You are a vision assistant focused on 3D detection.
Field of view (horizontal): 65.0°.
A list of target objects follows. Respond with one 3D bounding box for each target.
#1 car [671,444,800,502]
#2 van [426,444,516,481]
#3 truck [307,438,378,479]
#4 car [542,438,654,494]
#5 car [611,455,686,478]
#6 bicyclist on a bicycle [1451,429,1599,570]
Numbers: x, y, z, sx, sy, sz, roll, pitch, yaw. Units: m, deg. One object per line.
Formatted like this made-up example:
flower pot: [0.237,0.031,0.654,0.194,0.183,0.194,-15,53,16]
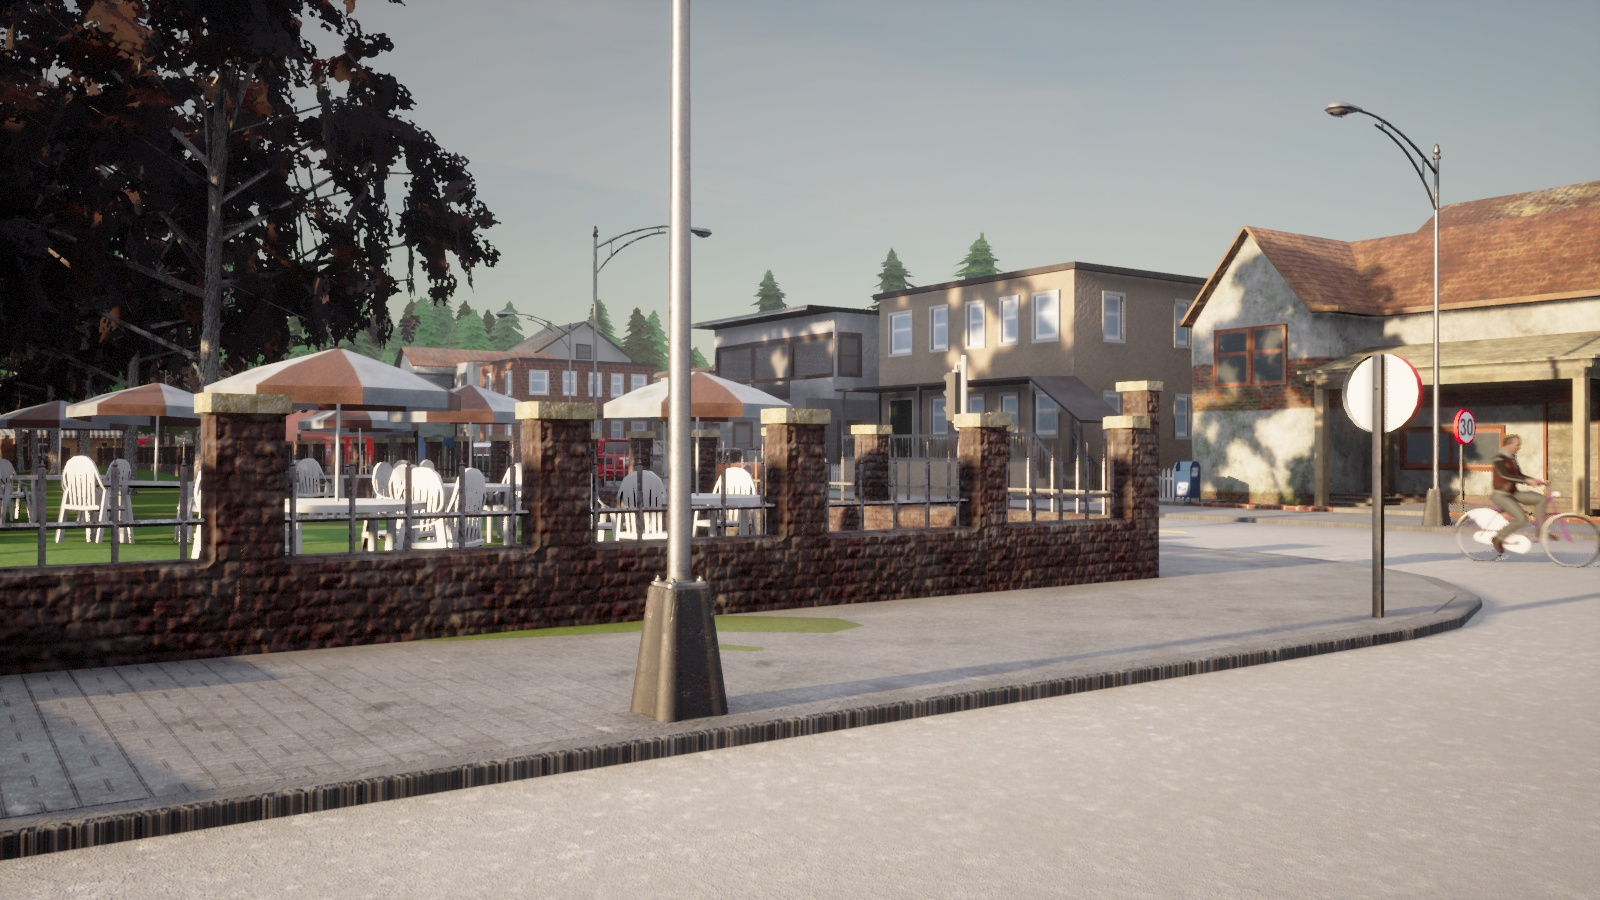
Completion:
car: [-2.155,0.708,40.806,2.097,1.767,4.553,0,0,-35]
van: [-18.623,0.682,71.118,4.480,2.038,2.069,0,-1,-40]
truck: [-28.890,0.513,79.190,2.627,2.467,5.204,0,0,-40]
car: [-7.976,0.601,49.126,2.150,2.045,5.566,0,0,-35]
car: [-9.378,1.019,77.850,4.181,1.385,1.994,0,0,-35]
bicyclist on a bicycle: [9.812,0.636,16.796,0.659,1.776,1.843,1,-1,-37]
